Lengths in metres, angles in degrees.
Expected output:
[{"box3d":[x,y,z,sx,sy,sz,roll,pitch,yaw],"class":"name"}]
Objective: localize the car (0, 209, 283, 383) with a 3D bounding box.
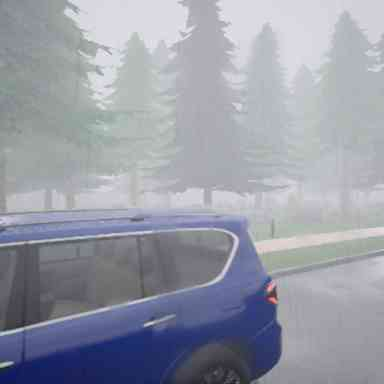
[{"box3d":[-1.668,1.221,2.818,5.566,2.045,2.150,0,0,-34],"class":"car"}]
